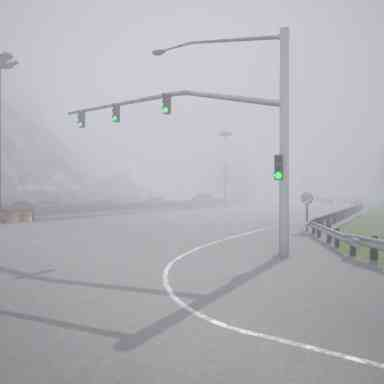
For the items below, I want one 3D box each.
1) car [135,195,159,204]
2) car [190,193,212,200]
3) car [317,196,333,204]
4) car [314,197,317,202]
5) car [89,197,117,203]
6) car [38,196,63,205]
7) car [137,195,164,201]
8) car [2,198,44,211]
[{"bbox_3d":[-8.443,1.412,62.726,2.128,1.511,4.902,0,0,27],"label":"car"},{"bbox_3d":[1.710,1.163,59.535,2.150,2.045,5.566,0,0,26],"label":"car"},{"bbox_3d":[25.604,1.549,63.310,1.994,1.385,4.181,0,0,16],"label":"car"},{"bbox_3d":[28.159,1.520,72.898,2.033,1.411,5.357,0,0,7],"label":"car"},{"bbox_3d":[-10.791,1.540,38.800,1.895,1.301,4.718,0,0,33],"label":"car"},{"bbox_3d":[-19.677,1.268,44.397,2.097,1.767,4.553,0,0,32],"label":"car"},{"bbox_3d":[-5.763,1.432,46.756,2.128,1.511,4.902,0,0,32],"label":"car"},{"bbox_3d":[-16.218,1.501,30.288,1.994,1.385,4.181,0,0,33],"label":"car"}]
